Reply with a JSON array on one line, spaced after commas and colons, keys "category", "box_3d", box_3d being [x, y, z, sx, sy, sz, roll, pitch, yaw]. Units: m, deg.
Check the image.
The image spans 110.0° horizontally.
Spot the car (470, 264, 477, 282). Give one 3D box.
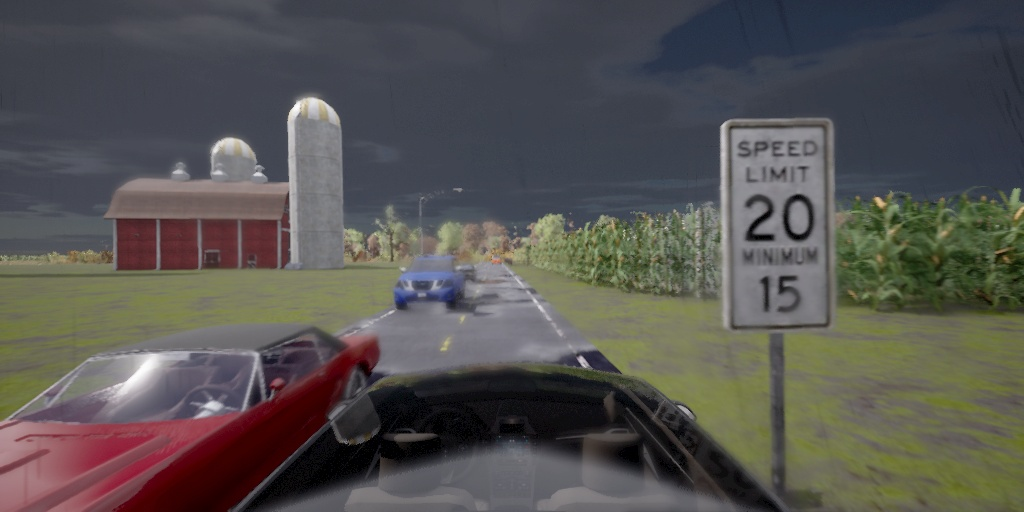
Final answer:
[{"category": "car", "box_3d": [-3.755, 1.307, 28.712, 2.033, 1.411, 5.357, -1, 0, -2]}]

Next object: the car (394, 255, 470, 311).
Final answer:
[{"category": "car", "box_3d": [-3.232, 1.004, 15.152, 2.150, 2.045, 5.566, -1, 0, -2]}]

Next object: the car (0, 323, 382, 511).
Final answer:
[{"category": "car", "box_3d": [-2.829, 1.402, 3.151, 1.895, 1.301, 4.718, -1, 0, -2]}]
